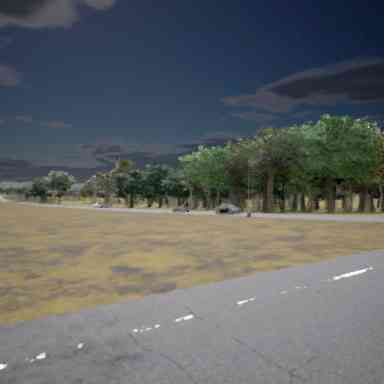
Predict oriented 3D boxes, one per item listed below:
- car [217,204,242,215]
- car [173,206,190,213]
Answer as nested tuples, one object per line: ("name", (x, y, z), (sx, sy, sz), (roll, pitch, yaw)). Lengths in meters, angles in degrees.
("car", (5.915, 2.695, 52.926), (2.097, 1.767, 4.553), (1, -2, -33))
("car", (-2.083, 3.404, 65.269), (1.994, 1.385, 4.181), (1, -2, -33))
